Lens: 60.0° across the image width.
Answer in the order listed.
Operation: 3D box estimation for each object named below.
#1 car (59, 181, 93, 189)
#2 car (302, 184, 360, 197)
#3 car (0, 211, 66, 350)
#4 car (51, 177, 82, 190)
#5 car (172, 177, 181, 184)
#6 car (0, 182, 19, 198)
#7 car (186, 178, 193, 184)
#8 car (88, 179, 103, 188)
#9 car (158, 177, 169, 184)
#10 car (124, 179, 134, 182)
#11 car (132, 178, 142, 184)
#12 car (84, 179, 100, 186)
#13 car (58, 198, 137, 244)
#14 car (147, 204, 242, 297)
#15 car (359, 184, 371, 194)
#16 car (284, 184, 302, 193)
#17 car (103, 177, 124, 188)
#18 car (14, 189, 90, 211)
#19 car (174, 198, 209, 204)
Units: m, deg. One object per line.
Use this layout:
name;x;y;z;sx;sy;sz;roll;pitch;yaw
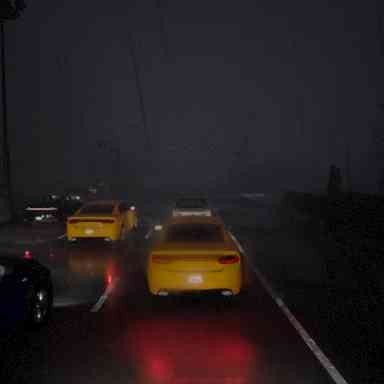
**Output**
car;-14.412;-0.323;41.604;1.895;1.301;4.718;0;3;0
car;14.229;0.084;34.247;4.718;1.301;1.895;0;3;2
car;-3.427;1.313;3.887;2.097;1.767;4.553;0;1;0
car;-17.949;-1.003;47.119;2.150;2.045;5.566;0;3;0
car;-4.159;-2.871;86.078;1.882;1.535;5.008;0;3;0
car;-21.377;-0.332;37.139;2.097;1.767;4.553;0;3;0
car;-0.663;-2.835;86.568;2.128;1.511;4.902;0;3;0
car;-18.015;-1.525;61.723;2.128;1.511;4.902;0;3;0
car;-7.659;-2.821;86.054;2.128;1.511;4.902;0;3;0
car;-14.562;-2.179;73.545;1.882;1.535;5.008;0;3;0
car;-14.680;-2.983;88.694;1.895;1.301;4.718;0;3;0
car;-21.549;-2.048;71.967;2.128;1.511;4.902;0;3;0
car;-3.495;1.061;13.718;1.882;1.535;5.008;0;3;0
car;0.043;1.316;8.395;1.882;1.535;5.008;0;2;0
car;17.666;-0.217;37.782;4.902;1.511;2.128;0;3;2
car;13.807;-0.305;41.407;4.718;1.301;1.895;0;3;2
car;-14.528;-1.512;61.750;1.837;1.490;4.892;0;3;0
car;-7.024;0.865;17.628;2.128;1.511;4.902;0;3;0
car;-0.023;0.973;17.764;1.895;1.301;4.718;0;3;0
